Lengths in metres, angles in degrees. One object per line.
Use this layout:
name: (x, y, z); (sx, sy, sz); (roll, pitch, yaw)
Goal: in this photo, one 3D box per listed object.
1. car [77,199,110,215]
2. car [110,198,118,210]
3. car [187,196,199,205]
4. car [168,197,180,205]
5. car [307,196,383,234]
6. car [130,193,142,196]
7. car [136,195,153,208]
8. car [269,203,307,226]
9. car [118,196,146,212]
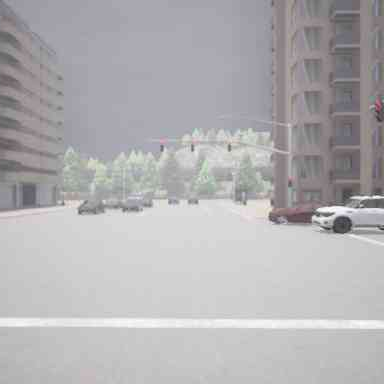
car: (-10.472, 1.523, 34.949); (1.837, 1.490, 4.892); (0, 0, 0)
car: (-10.438, 1.549, 44.221); (1.812, 1.442, 4.674); (0, 0, 0)
car: (0.197, 1.524, 60.476); (2.128, 1.511, 4.902); (0, 0, 0)
car: (-3.303, 1.558, 60.488); (1.812, 1.442, 4.674); (0, 0, 0)
car: (9.737, 1.232, 18.634); (5.566, 2.045, 2.150); (0, 0, 1)
car: (-10.302, 1.275, 60.704); (2.150, 2.045, 5.566); (0, 0, 0)
car: (-6.898, 1.590, 49.077); (1.994, 1.385, 4.181); (0, 0, 1)
car: (7.837, 1.490, 22.866); (5.008, 1.535, 1.882); (0, 0, 10)
car: (-6.945, 1.526, 39.133); (1.837, 1.490, 4.892); (0, 0, 0)
